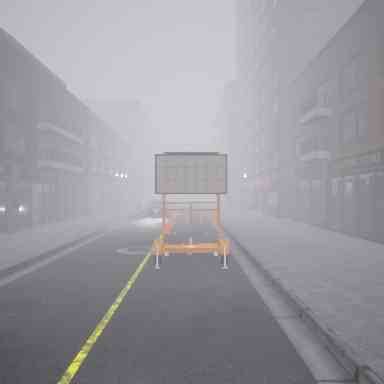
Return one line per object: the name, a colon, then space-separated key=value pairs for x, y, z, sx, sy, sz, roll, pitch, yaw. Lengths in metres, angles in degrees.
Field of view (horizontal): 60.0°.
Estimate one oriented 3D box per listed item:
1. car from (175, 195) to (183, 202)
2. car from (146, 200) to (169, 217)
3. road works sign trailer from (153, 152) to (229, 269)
car: x=-3.269 y=1.567 z=82.550 sx=2.128 sy=1.511 sz=4.902 roll=0 pitch=0 yaw=0
car: x=-3.203 y=1.506 z=31.796 sx=2.128 sy=1.511 sz=4.902 roll=0 pitch=0 yaw=0
road works sign trailer: x=-0.029 y=0.467 z=11.182 sx=2.380 sy=3.560 sz=2.880 roll=0 pitch=0 yaw=0
